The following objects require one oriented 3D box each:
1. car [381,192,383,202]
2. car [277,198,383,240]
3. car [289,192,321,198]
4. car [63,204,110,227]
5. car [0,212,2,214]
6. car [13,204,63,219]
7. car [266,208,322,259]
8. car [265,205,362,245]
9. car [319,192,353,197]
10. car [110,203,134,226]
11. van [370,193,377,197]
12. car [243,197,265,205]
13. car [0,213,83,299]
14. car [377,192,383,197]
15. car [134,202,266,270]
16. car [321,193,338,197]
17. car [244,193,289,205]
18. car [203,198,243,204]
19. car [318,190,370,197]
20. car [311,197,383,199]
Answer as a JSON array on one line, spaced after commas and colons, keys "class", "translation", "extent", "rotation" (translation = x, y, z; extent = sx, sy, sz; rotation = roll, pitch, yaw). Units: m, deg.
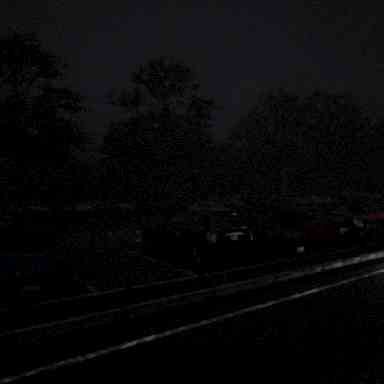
[{"class": "car", "translation": [31.265, 0.680, 49.574], "extent": [2.163, 1.488, 4.792], "rotation": [-2, 1, -35]}, {"class": "car", "translation": [6.861, 1.372, 16.523], "extent": [2.185, 1.767, 4.553], "rotation": [-1, 0, -35]}, {"class": "car", "translation": [10.635, 1.161, 35.133], "extent": [2.185, 1.767, 4.553], "rotation": [-1, 1, -35]}, {"class": "car", "translation": [-7.619, 1.513, 22.308], "extent": [2.097, 1.535, 5.008], "rotation": [0, 0, -35]}, {"class": "car", "translation": [-12.177, 1.513, 19.087], "extent": [2.163, 1.488, 4.792], "rotation": [1, 0, -35]}, {"class": "car", "translation": [-9.904, 1.502, 20.708], "extent": [2.097, 1.535, 5.008], "rotation": [0, 0, -35]}, {"class": "car", "translation": [2.329, 1.550, 13.277], "extent": [2.163, 1.488, 4.792], "rotation": [0, 0, -35]}, {"class": "car", "translation": [4.579, 1.542, 14.924], "extent": [2.163, 1.488, 4.792], "rotation": [0, 0, -35]}, {"class": "car", "translation": [15.211, 1.144, 38.526], "extent": [1.946, 1.575, 5.366], "rotation": [-2, 1, -35]}, {"class": "car", "translation": [-5.228, 1.515, 23.981], "extent": [2.231, 1.521, 4.892], "rotation": [0, 0, -35]}, {"class": "van", "translation": [19.941, 0.780, 41.469], "extent": [1.878, 1.987, 4.442], "rotation": [-2, 1, -35]}, {"class": "car", "translation": [3.796, 1.434, 30.313], "extent": [2.097, 1.535, 5.008], "rotation": [-1, 1, -35]}, {"class": "car", "translation": [-4.527, 1.522, 8.476], "extent": [2.163, 1.488, 4.792], "rotation": [0, 0, -35]}, {"class": "car", "translation": [24.439, 0.905, 44.764], "extent": [2.002, 1.452, 4.674], "rotation": [-2, 1, -35]}, {"class": "car", "translation": [0.047, 1.394, 11.676], "extent": [2.185, 1.767, 4.553], "rotation": [0, 0, -35]}, {"class": "car", "translation": [12.939, 1.221, 36.702], "extent": [2.097, 1.535, 5.008], "rotation": [-2, 1, -35]}, {"class": "car", "translation": [6.064, 1.142, 31.929], "extent": [2.435, 2.045, 5.566], "rotation": [-1, 1, -35]}, {"class": "car", "translation": [1.620, 1.465, 28.557], "extent": [1.946, 1.575, 5.366], "rotation": [-1, 0, -35]}, {"class": "car", "translation": [17.609, 0.825, 39.944], "extent": [2.435, 2.045, 5.566], "rotation": [-2, 1, -35]}, {"class": "car", "translation": [9.138, 1.346, 18.118], "extent": [2.185, 1.767, 4.553], "rotation": [-1, 1, -35]}]
